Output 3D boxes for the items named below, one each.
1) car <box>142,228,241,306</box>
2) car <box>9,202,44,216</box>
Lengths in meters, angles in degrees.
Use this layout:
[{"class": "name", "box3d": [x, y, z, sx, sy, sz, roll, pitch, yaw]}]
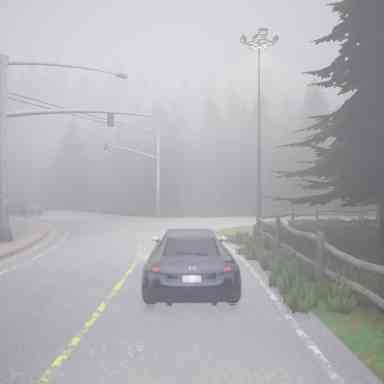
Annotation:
[{"class": "car", "box3d": [-0.053, 1.567, 8.114, 1.994, 1.385, 4.181, 0, 0, -2]}, {"class": "car", "box3d": [-16.681, 1.612, 32.606, 4.718, 1.301, 1.895, 0, 0, 31]}]
